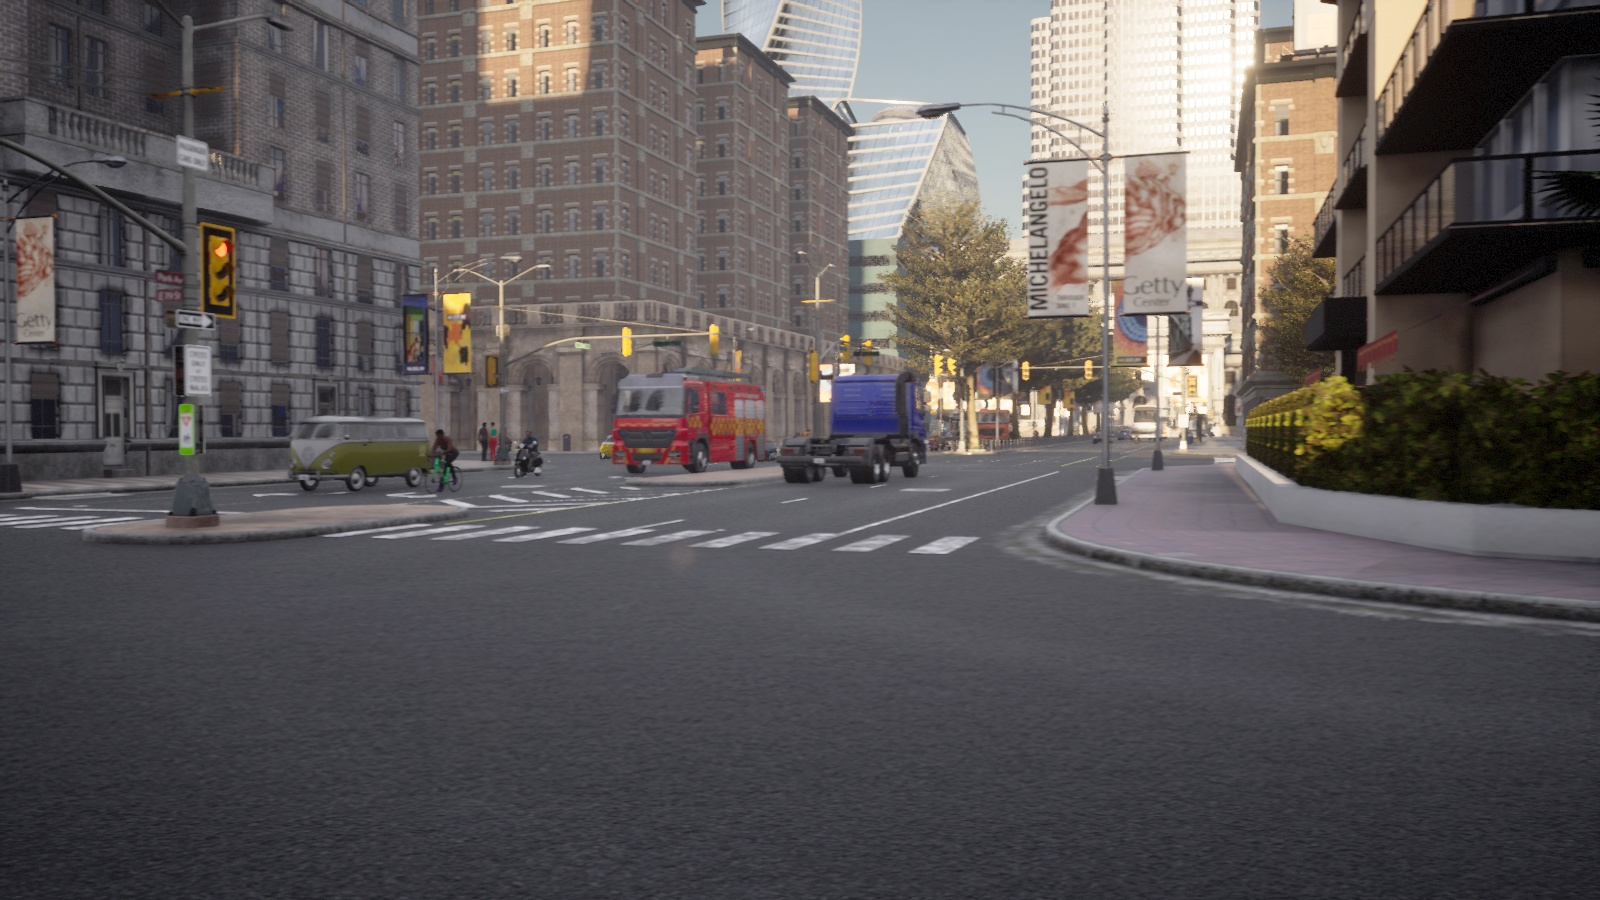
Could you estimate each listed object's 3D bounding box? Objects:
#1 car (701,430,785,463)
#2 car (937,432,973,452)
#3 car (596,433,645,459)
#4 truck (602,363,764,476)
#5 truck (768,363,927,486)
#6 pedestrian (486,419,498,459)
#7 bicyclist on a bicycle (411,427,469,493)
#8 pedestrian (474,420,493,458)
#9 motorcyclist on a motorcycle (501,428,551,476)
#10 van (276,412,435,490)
[{"bbox_3d":[-2.805,-0.194,61.756,3.705,1.549,1.789,0,1,18],"label":"car"},{"bbox_3d":[11.970,-0.669,96.504,1.837,1.490,4.892,1,1,18],"label":"car"},{"bbox_3d":[-9.668,-0.238,67.635,2.207,1.376,1.481,0,1,18],"label":"car"},{"bbox_3d":[-4.166,-1.109,47.152,2.891,3.827,8.468,1,1,18],"label":"truck"},{"bbox_3d":[1.686,-0.779,39.316,2.891,3.462,7.936,1,1,18],"label":"truck"},{"bbox_3d":[-14.369,-0.508,58.513,0.345,1.836,0.594,0,1,-35],"label":"pedestrian"},{"bbox_3d":[-9.141,0.233,31.976,0.582,1.620,1.656,1,1,18],"label":"bicyclist on a bicycle"},{"bbox_3d":[-14.860,-0.517,58.961,0.328,1.805,0.869,1,1,33],"label":"pedestrian"},{"bbox_3d":[-9.306,0.061,42.726,0.866,1.590,1.817,1,1,18],"label":"motorcyclist on a motorcycle"},{"bbox_3d":[-12.045,-0.016,34.352,1.775,1.987,4.442,1,1,18],"label":"van"}]
